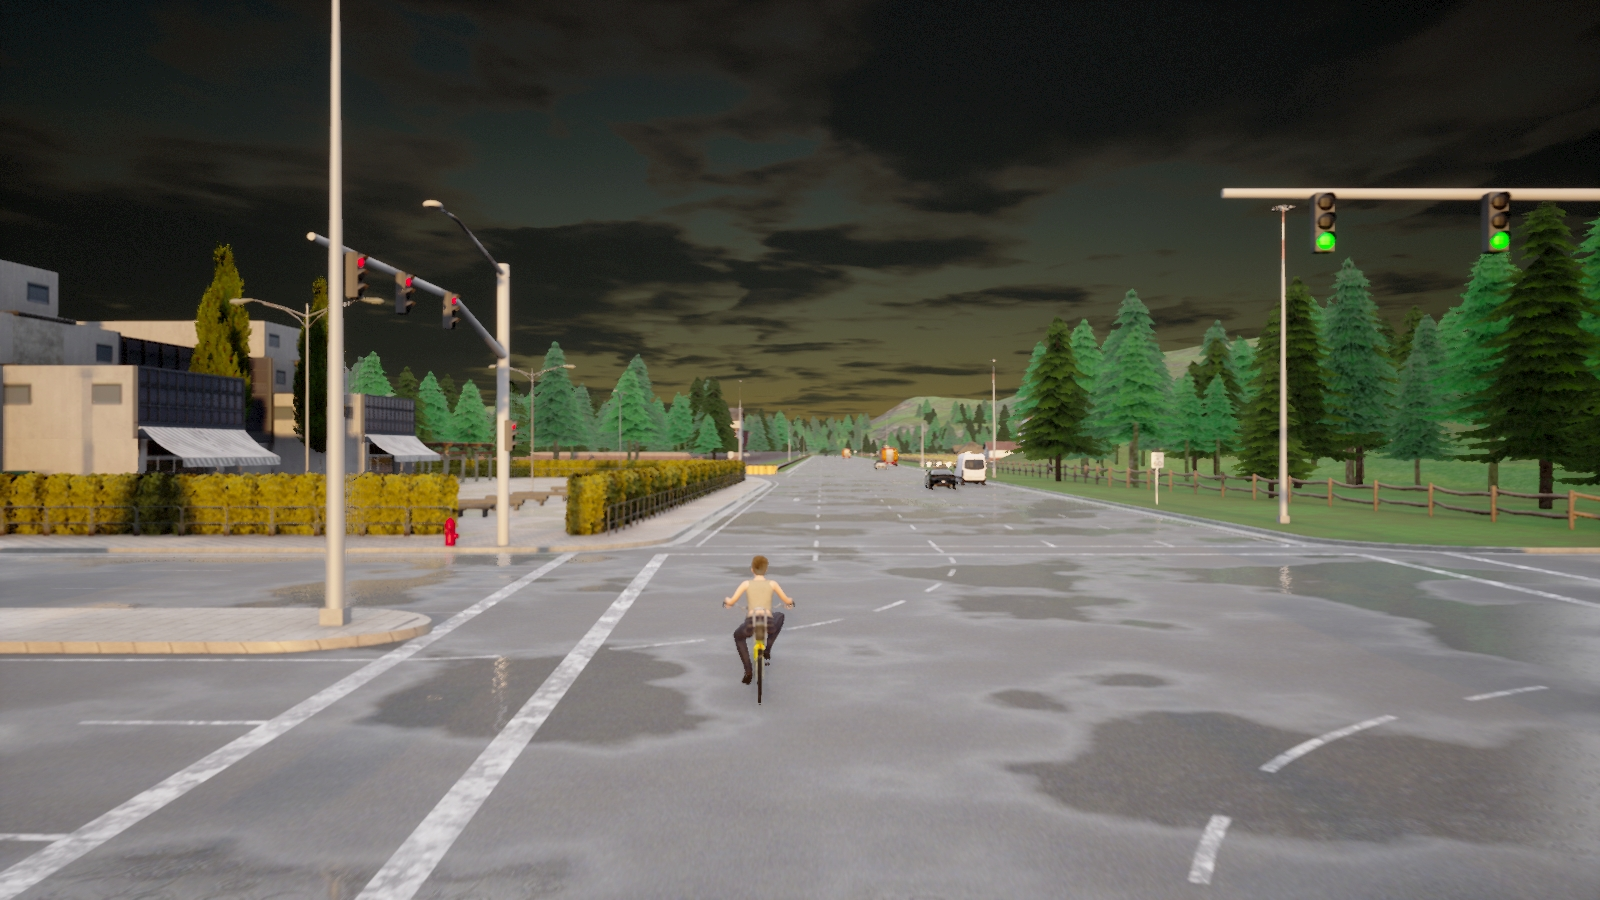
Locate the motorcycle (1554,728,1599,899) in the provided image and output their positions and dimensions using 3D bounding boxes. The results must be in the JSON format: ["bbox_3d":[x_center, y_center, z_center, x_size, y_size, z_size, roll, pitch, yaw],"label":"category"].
[{"bbox_3d":[4.215,2.146,5.099,0.856,1.316,1.805,1,0,14],"label":"motorcycle"}]

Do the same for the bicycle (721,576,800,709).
[{"bbox_3d":[-0.470,2.168,13.147,0.859,1.276,1.487,0,0,-3],"label":"bicycle"}]
